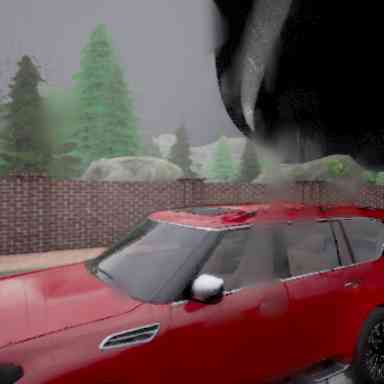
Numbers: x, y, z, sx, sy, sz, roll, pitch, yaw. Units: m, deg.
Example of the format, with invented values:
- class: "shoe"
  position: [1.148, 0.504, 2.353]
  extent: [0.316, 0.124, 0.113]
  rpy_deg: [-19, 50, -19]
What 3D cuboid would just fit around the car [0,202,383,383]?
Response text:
- class: "car"
  position: [0.293, 1.179, 3.878]
  extent: [5.566, 2.045, 2.150]
  rpy_deg: [0, 0, -30]
